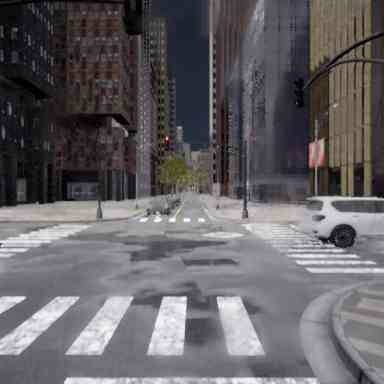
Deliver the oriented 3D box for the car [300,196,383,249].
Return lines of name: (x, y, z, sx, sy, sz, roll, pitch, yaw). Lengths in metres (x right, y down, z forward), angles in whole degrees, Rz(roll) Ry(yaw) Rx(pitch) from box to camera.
car: (7.498, 1.209, 14.130, 5.566, 2.045, 2.150, 0, 0, 0)

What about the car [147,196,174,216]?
car: (-3.134, 1.301, 32.317, 2.097, 1.767, 4.553, 0, 0, 0)

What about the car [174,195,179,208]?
car: (-3.136, 1.424, 42.368, 2.128, 1.511, 4.902, 0, 0, 0)

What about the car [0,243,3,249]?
car: (-9.305, 1.531, 10.925, 5.357, 1.411, 2.033, 0, 0, 0)

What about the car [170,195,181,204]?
car: (-3.124, 1.379, 62.931, 1.882, 1.535, 5.008, 0, 0, 0)

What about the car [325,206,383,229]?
car: (11.073, 1.570, 20.822, 4.718, 1.301, 1.895, 0, 0, 0)

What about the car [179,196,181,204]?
car: (-3.096, 1.421, 52.554, 1.837, 1.490, 4.892, 0, 0, 0)
